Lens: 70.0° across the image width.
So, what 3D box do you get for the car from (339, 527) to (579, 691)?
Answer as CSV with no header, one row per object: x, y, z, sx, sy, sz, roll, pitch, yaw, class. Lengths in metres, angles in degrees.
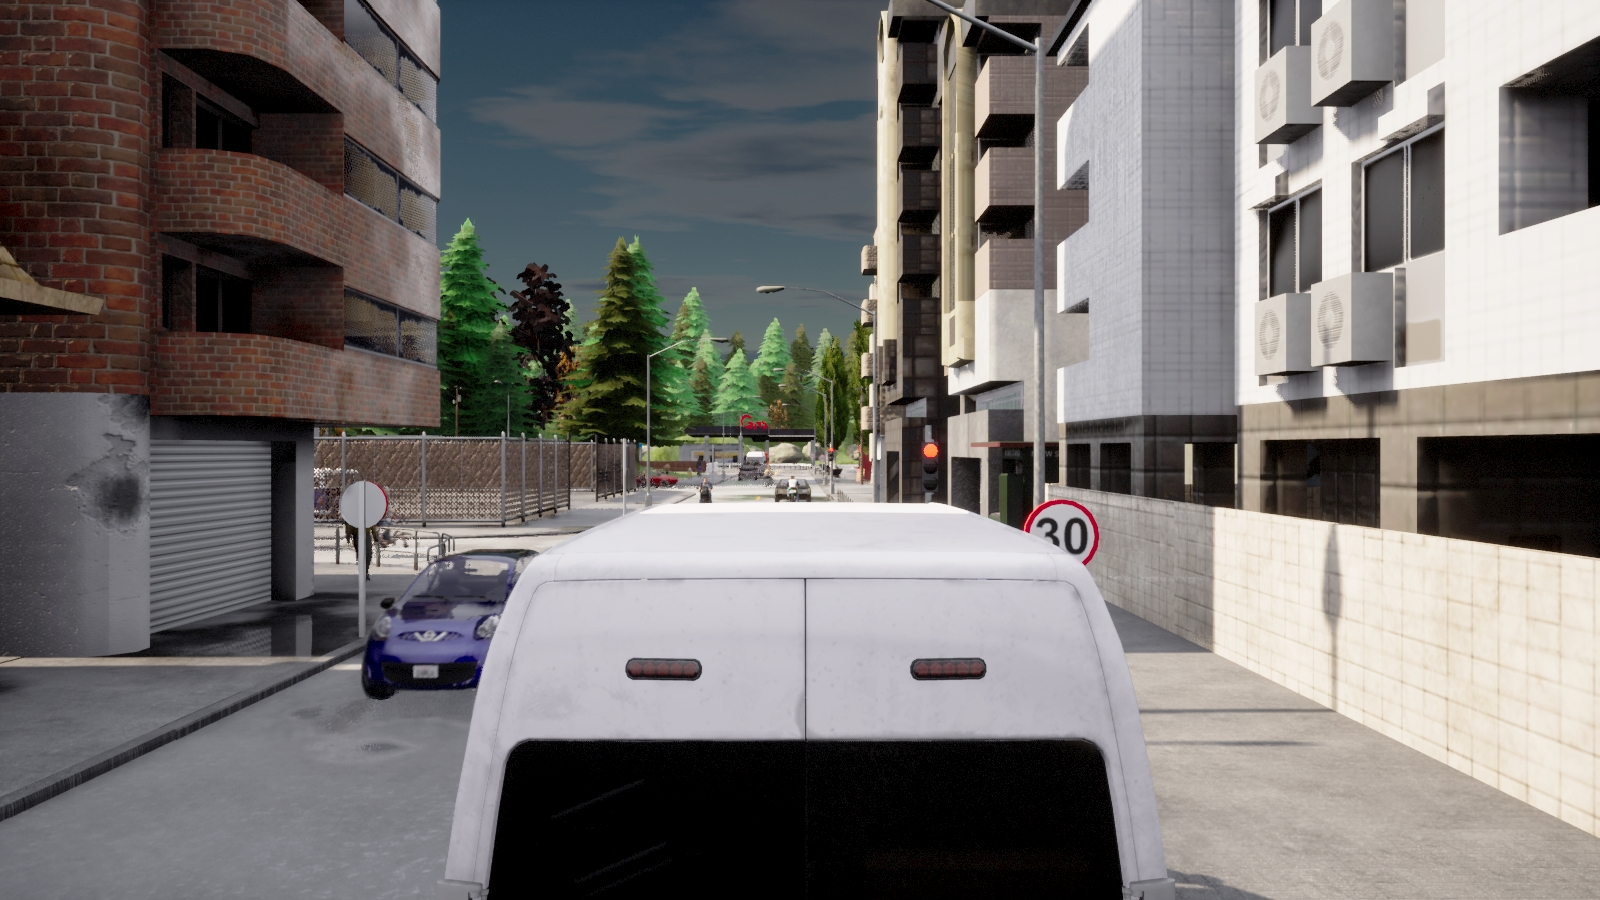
-3.982,1.812,13.972,1.845,1.501,3.633,0,0,0,car

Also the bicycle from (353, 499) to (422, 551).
-10.622,1.924,29.430,1.643,1.296,0.373,0,0,2,bicycle

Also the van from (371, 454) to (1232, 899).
-0.009,1.312,5.597,1.988,2.561,5.915,0,0,0,van

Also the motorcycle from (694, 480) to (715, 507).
-4.334,1.973,52.180,0.803,1.145,2.033,0,0,0,motorcycle

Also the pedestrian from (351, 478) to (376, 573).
-8.781,1.507,22.964,0.375,1.860,0.375,0,0,-38,pedestrian

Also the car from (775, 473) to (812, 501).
-0.339,1.912,60.159,1.895,1.301,4.718,0,0,0,car
